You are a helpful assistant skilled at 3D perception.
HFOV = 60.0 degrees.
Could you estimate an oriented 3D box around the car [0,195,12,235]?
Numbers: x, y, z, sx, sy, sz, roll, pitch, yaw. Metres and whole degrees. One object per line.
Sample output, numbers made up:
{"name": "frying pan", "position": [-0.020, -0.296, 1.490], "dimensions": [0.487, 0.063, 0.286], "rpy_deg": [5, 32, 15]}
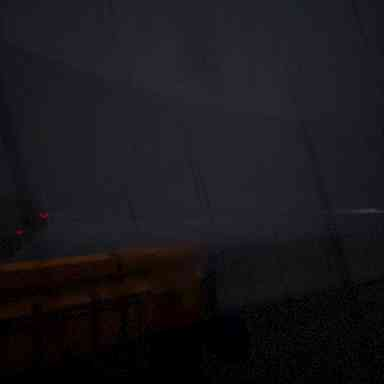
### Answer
{"name": "car", "position": [-12.302, 1.156, 16.622], "dimensions": [5.566, 2.045, 2.150], "rpy_deg": [1, 0, -35]}

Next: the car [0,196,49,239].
{"name": "car", "position": [-9.244, 1.181, 14.489], "dimensions": [5.566, 2.045, 2.150], "rpy_deg": [1, 0, -35]}

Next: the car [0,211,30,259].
{"name": "car", "position": [-7.952, 1.522, 11.087], "dimensions": [4.181, 1.385, 1.994], "rpy_deg": [1, 0, -35]}
